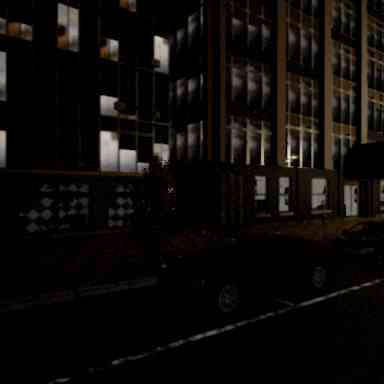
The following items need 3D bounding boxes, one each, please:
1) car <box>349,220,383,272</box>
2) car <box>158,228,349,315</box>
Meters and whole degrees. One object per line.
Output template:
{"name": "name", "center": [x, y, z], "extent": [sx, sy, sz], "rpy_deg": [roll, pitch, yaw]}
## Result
{"name": "car", "center": [6.023, 1.603, 10.843], "extent": [4.206, 1.307, 1.802], "rpy_deg": [0, 0, -35]}
{"name": "car", "center": [1.380, 1.555, 7.539], "extent": [4.507, 1.381, 1.887], "rpy_deg": [0, 0, -35]}
